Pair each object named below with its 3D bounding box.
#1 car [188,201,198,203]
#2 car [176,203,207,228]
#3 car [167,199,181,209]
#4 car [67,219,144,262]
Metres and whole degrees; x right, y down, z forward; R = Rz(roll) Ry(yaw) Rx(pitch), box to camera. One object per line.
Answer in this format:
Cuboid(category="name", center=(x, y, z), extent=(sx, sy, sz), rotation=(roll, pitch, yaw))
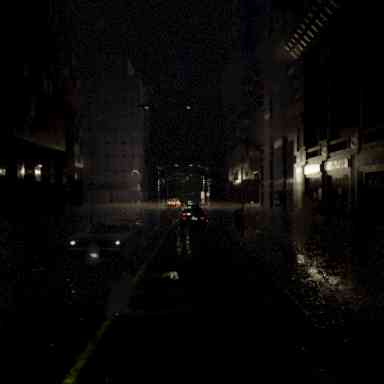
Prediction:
Cuboid(category="car", center=(0.093, 1.958, 45.506), extent=(2.128, 1.511, 4.902), rotation=(0, -1, 0))
Cuboid(category="car", center=(0.096, 1.796, 24.086), extent=(2.033, 1.411, 5.357), rotation=(0, -1, 0))
Cuboid(category="car", center=(-3.068, 1.938, 57.183), extent=(2.097, 1.767, 4.553), rotation=(0, -1, 0))
Cuboid(category="car", center=(-3.101, 1.734, 12.803), extent=(1.895, 1.301, 4.718), rotation=(0, -1, 0))
